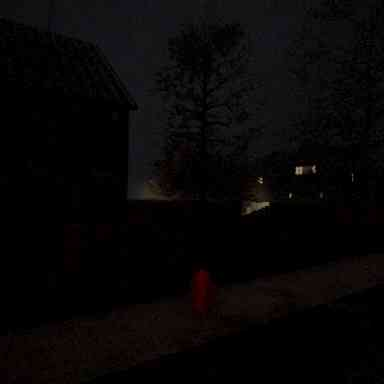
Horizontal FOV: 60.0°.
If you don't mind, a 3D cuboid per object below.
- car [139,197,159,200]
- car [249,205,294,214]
[{"bbox_3d":[-6.494,1.766,47.709,2.150,2.045,5.566,2,-1,-34],"label":"car"},{"bbox_3d":[6.936,1.796,28.501,1.812,1.442,4.674,2,-2,-35],"label":"car"}]
